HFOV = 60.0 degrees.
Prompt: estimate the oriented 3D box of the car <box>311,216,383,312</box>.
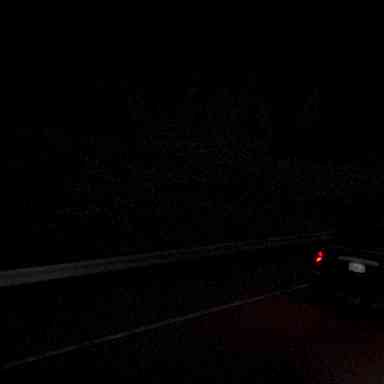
[{"bbox_3d":[4.606,1.334,7.042,4.553,1.767,2.097,0,0,-36],"label":"car"}]
